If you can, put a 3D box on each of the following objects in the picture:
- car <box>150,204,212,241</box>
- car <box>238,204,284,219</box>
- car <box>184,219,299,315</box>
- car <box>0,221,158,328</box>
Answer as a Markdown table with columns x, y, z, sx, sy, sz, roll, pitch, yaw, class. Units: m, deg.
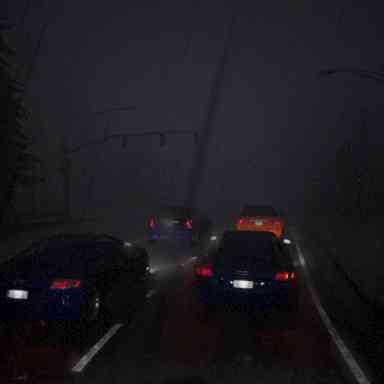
| x | y | z | sx | sy | sz | roll | pitch | yaw | class |
| --- | --- | --- | --- | --- | --- | --- | --- | --- | --- |
| -0.393 | 1.352 | 15.563 | 2.097 | 1.767 | 4.553 | 0 | 0 | 14 | car |
| 3.352 | 1.352 | 16.106 | 2.097 | 1.767 | 4.553 | 0 | 0 | 14 | car |
| 1.325 | 1.564 | 7.708 | 1.994 | 1.385 | 4.181 | 0 | 0 | 13 | car |
| -2.351 | 1.564 | 7.165 | 1.994 | 1.385 | 4.181 | 0 | 0 | 10 | car |
